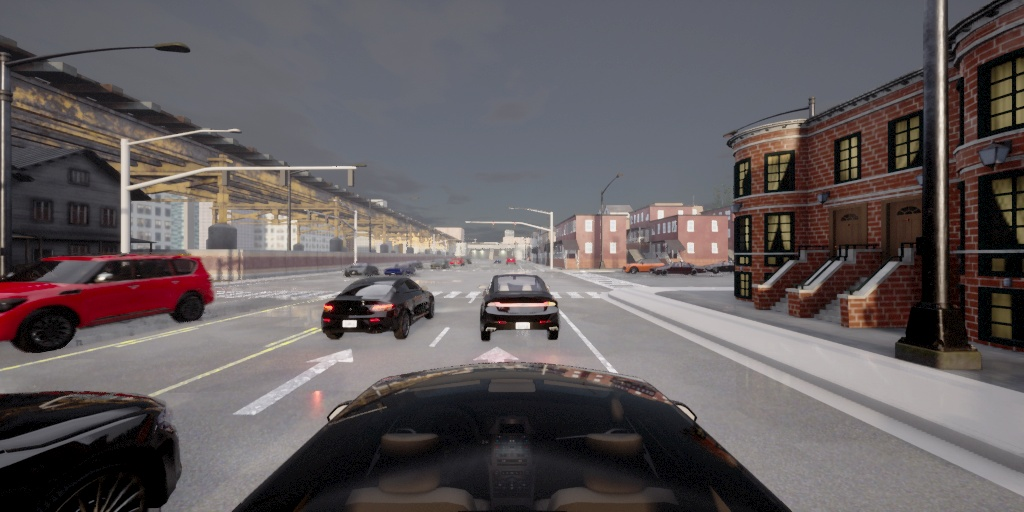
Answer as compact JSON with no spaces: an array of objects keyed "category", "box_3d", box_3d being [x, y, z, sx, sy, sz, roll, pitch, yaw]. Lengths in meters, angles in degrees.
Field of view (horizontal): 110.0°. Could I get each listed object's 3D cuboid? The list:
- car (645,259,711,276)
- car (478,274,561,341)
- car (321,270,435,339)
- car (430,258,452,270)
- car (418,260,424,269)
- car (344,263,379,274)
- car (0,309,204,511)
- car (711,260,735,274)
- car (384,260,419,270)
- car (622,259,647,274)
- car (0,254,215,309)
[{"category":"car","box_3d":[16.899,1.297,36.715,5.357,1.411,2.033,0,0,0]},{"category":"car","box_3d":[0.092,1.241,9.902,2.128,1.511,4.902,0,0,-3]},{"category":"car","box_3d":[-3.450,1.276,9.935,1.812,1.442,4.674,0,0,0]},{"category":"car","box_3d":[-10.693,1.102,53.200,2.097,1.767,4.553,0,0,-1]},{"category":"car","box_3d":[-14.236,1.297,52.127,2.033,1.411,5.357,0,0,0]},{"category":"car","box_3d":[-14.190,1.314,34.029,1.994,1.385,4.181,0,0,0]},{"category":"car","box_3d":[-3.395,1.242,0.668,2.128,1.511,4.902,0,0,0]},{"category":"car","box_3d":[23.890,1.241,40.226,4.902,1.511,2.128,0,0,0]},{"category":"car","box_3d":[-10.692,1.350,34.393,1.895,1.301,4.718,0,0,0]},{"category":"car","box_3d":[14.743,1.102,40.198,4.553,1.767,2.097,0,0,0]},{"category":"car","box_3d":[-10.620,0.971,9.192,2.150,2.045,5.566,0,0,0]}]
